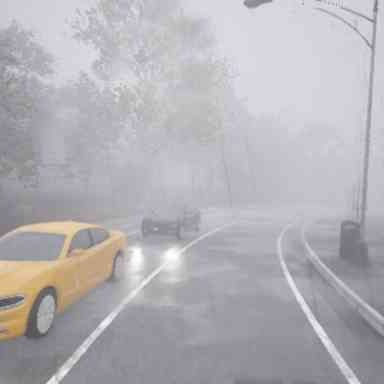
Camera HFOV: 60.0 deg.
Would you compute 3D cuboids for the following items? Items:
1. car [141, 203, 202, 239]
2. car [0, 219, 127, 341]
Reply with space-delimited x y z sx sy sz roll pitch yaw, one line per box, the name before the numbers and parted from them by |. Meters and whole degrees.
car | -0.875 1.302 16.584 1.882 1.535 5.008 2 1 16
car | -2.868 1.383 6.718 1.882 1.535 5.008 1 1 8
